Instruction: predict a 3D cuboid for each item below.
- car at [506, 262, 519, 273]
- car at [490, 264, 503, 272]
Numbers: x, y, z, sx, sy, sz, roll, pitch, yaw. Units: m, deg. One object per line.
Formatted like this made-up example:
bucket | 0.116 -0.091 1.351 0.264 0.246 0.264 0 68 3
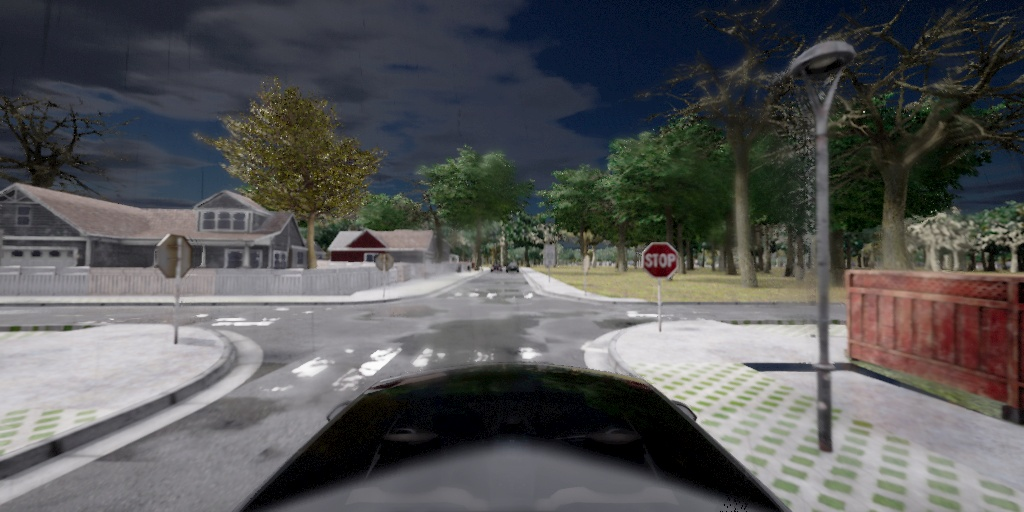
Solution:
car | 0.079 1.806 57.569 2.097 1.767 4.553 0 -1 0
car | -2.662 2.086 62.184 1.994 1.385 4.181 0 -1 0
